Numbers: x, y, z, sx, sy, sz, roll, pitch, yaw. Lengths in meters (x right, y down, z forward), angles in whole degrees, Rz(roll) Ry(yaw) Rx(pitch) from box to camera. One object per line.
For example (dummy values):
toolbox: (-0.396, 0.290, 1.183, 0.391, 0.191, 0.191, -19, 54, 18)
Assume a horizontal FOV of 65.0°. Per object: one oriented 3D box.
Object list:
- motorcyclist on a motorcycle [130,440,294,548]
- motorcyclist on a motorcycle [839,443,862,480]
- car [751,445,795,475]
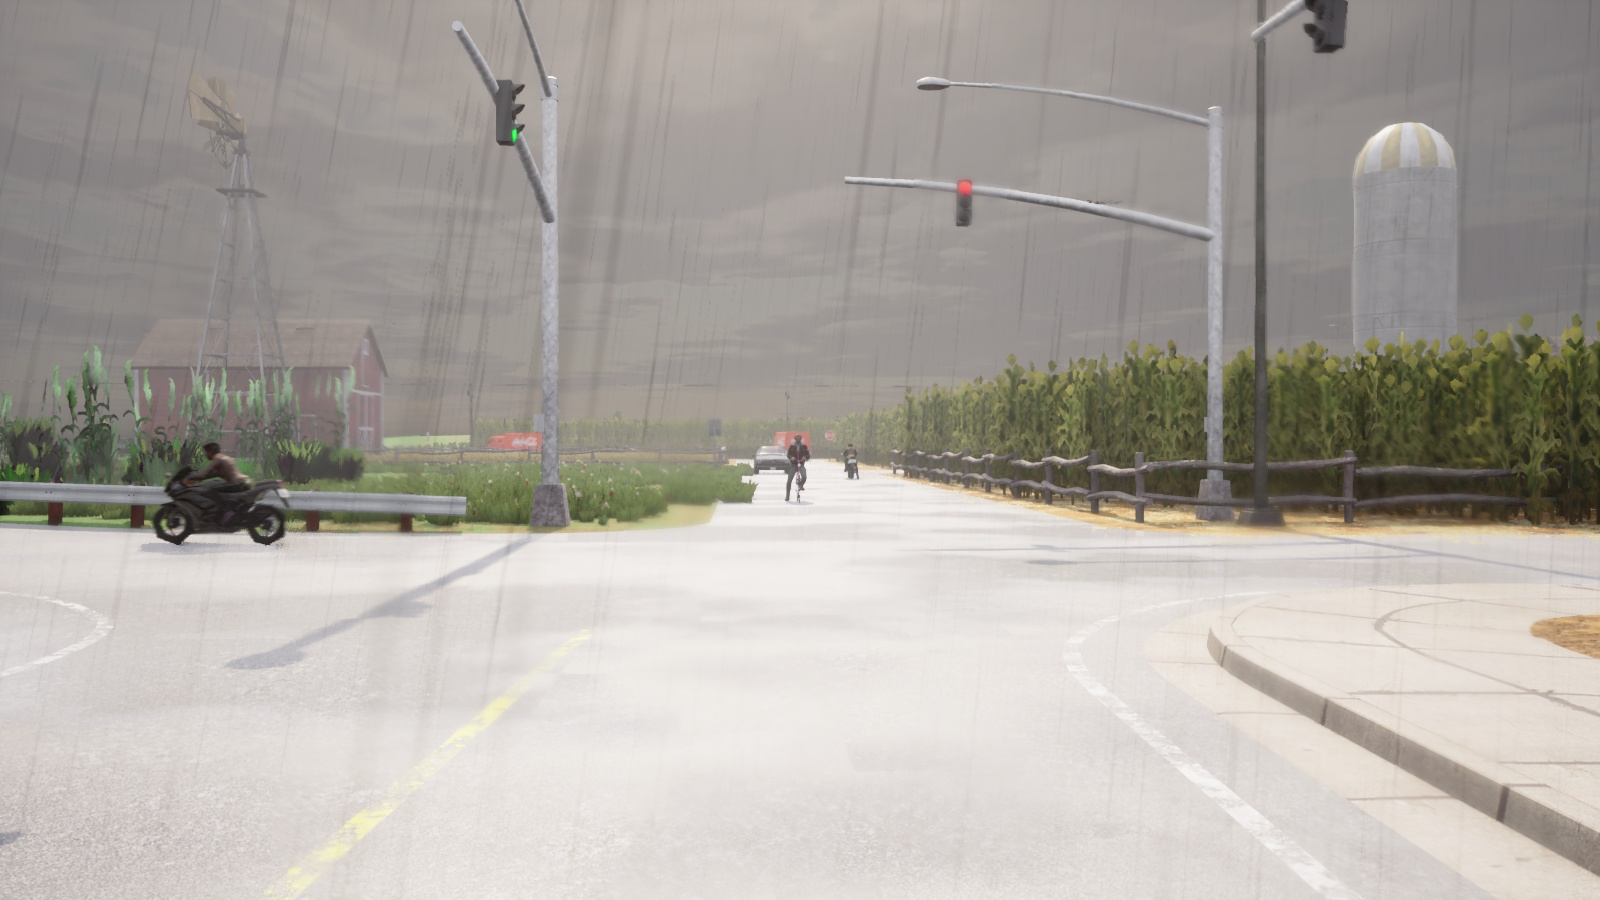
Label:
motorcyclist on a motorcycle: (-8.632, 0.632, 18.491, 2.044, 1.523, 0.797, 1, 0, 1)
motorcyclist on a motorcycle: (2.136, 0.466, 52.930, 0.797, 1.523, 2.044, 0, 0, -3)
car: (-1.386, 0.476, 62.309, 2.033, 1.411, 5.357, 0, 0, -3)
